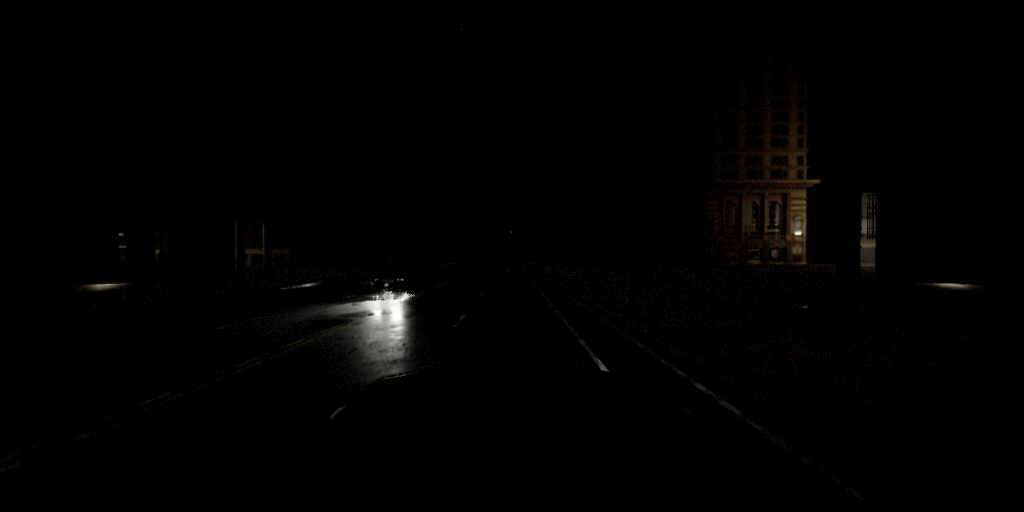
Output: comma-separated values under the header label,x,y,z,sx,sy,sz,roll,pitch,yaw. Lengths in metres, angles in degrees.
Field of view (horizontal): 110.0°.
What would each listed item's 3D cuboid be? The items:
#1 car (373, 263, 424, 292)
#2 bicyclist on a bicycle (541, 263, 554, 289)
label,x,y,z,sx,sy,sz,roll,pitch,yaw
car,-6.594,1.262,21.286,2.128,1.511,4.902,0,0,0
bicyclist on a bicycle,2.256,1.220,22.633,0.866,1.612,1.509,0,2,0
